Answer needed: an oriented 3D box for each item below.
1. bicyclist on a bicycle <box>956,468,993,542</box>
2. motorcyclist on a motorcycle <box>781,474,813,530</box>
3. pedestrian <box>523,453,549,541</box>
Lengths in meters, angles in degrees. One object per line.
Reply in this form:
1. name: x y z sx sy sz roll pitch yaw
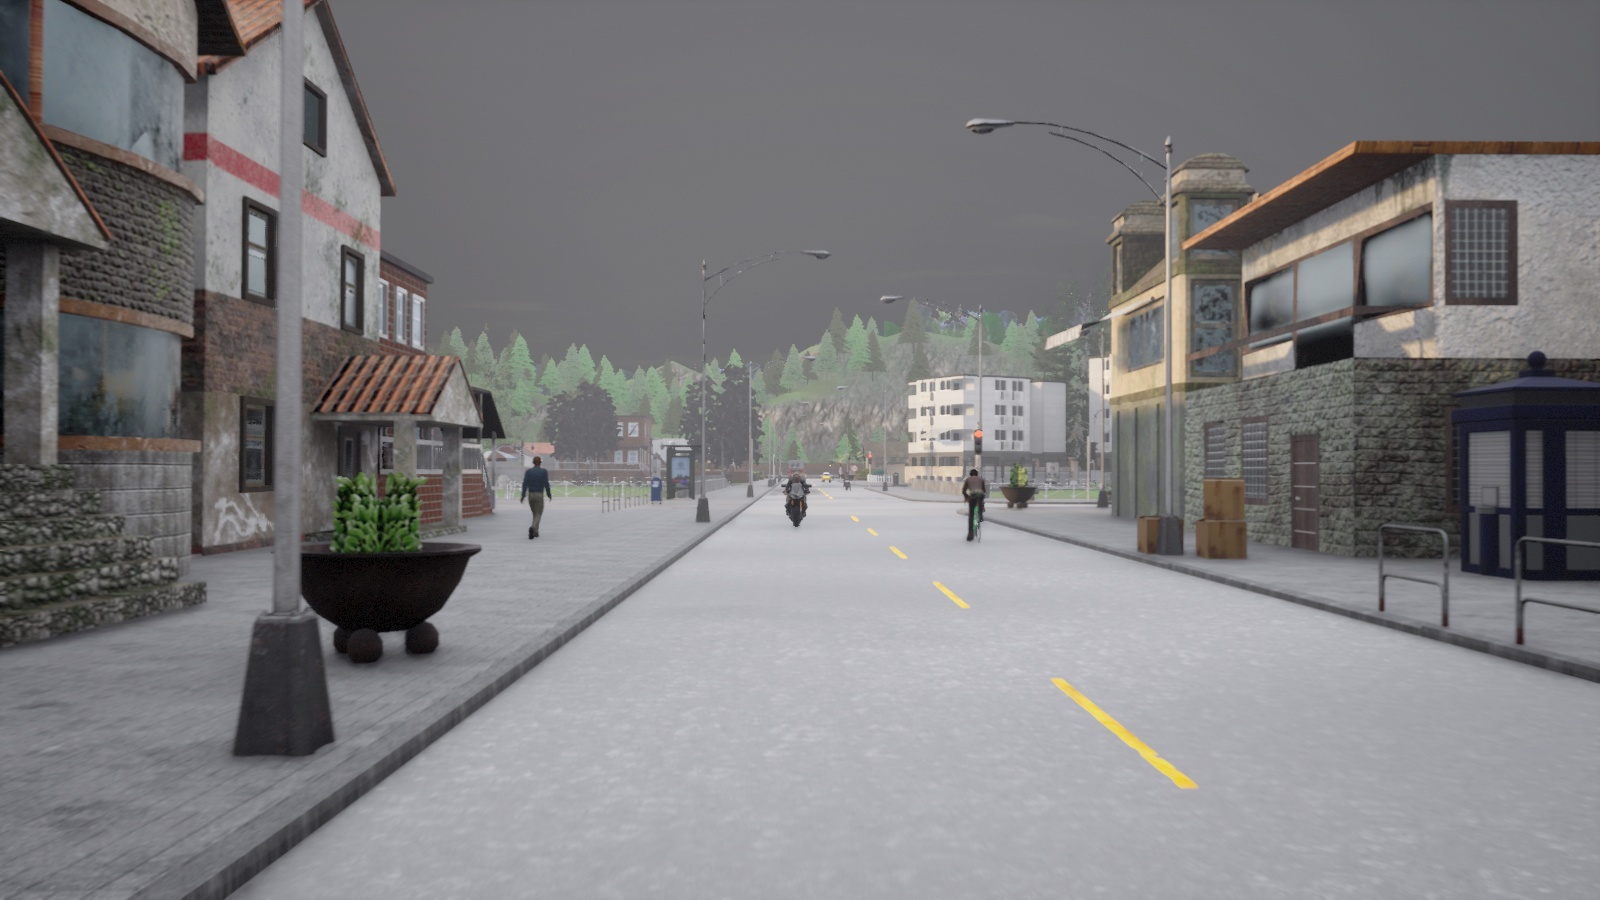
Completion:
1. bicyclist on a bicycle: 3.930 1.226 28.318 0.582 1.620 1.656 0 -1 0
2. motorcyclist on a motorcycle: -0.089 1.448 35.744 0.866 1.530 2.191 0 -1 0
3. pedestrian: -5.604 0.994 26.696 0.370 1.835 0.726 0 -1 3
